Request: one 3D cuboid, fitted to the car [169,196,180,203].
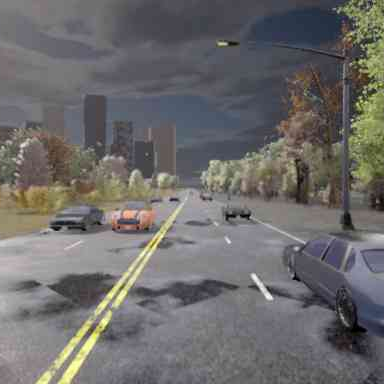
[{"bbox_3d":[-3.272,1.330,62.236,1.895,1.301,4.718,0,0,1],"label":"car"}]

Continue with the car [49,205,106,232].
[{"bbox_3d":[-6.600,1.468,19.898,2.033,1.411,5.357,0,0,0],"label":"car"}]

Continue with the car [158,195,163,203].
[{"bbox_3d":[-6.528,1.292,62.260,1.994,1.385,4.181,0,0,1],"label":"car"}]

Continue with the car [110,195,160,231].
[{"bbox_3d":[-3.348,1.274,19.698,2.097,1.767,4.553,0,0,0],"label":"car"}]

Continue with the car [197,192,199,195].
[{"bbox_3d":[3.200,0.768,92.184,2.150,2.045,5.566,0,1,0],"label":"car"}]

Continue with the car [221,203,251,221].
[{"bbox_3d":[3.349,1.493,26.201,1.895,1.301,4.718,0,0,0],"label":"car"}]

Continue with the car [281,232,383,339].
[{"bbox_3d":[3.352,1.523,6.669,2.033,1.411,5.357,0,0,0],"label":"car"}]

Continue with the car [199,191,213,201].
[{"bbox_3d":[3.249,1.187,70.166,2.163,1.488,4.792,0,1,0],"label":"car"}]

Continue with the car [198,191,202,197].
[{"bbox_3d":[3.237,1.124,81.184,2.163,1.488,4.792,0,1,0],"label":"car"}]
